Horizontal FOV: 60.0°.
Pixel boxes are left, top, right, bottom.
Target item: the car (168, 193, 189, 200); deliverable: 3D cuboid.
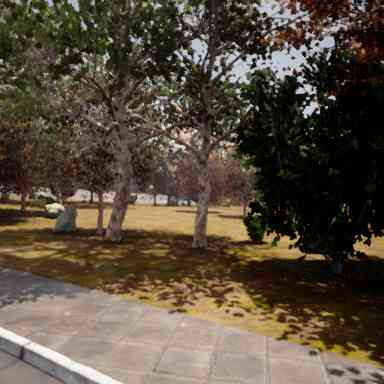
[{"bbox_3d":[-4.229,1.199,94.419,2.435,2.045,5.566,6,1,41],"label":"car"}]
